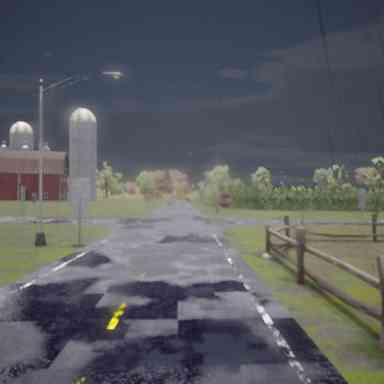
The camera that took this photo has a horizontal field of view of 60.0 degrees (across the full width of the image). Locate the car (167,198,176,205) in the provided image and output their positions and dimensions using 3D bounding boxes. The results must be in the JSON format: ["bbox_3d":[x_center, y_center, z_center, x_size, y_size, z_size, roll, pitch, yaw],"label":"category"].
[{"bbox_3d":[-4.864,2.296,79.297,1.837,1.490,4.892,0,-1,-3],"label":"car"}]
